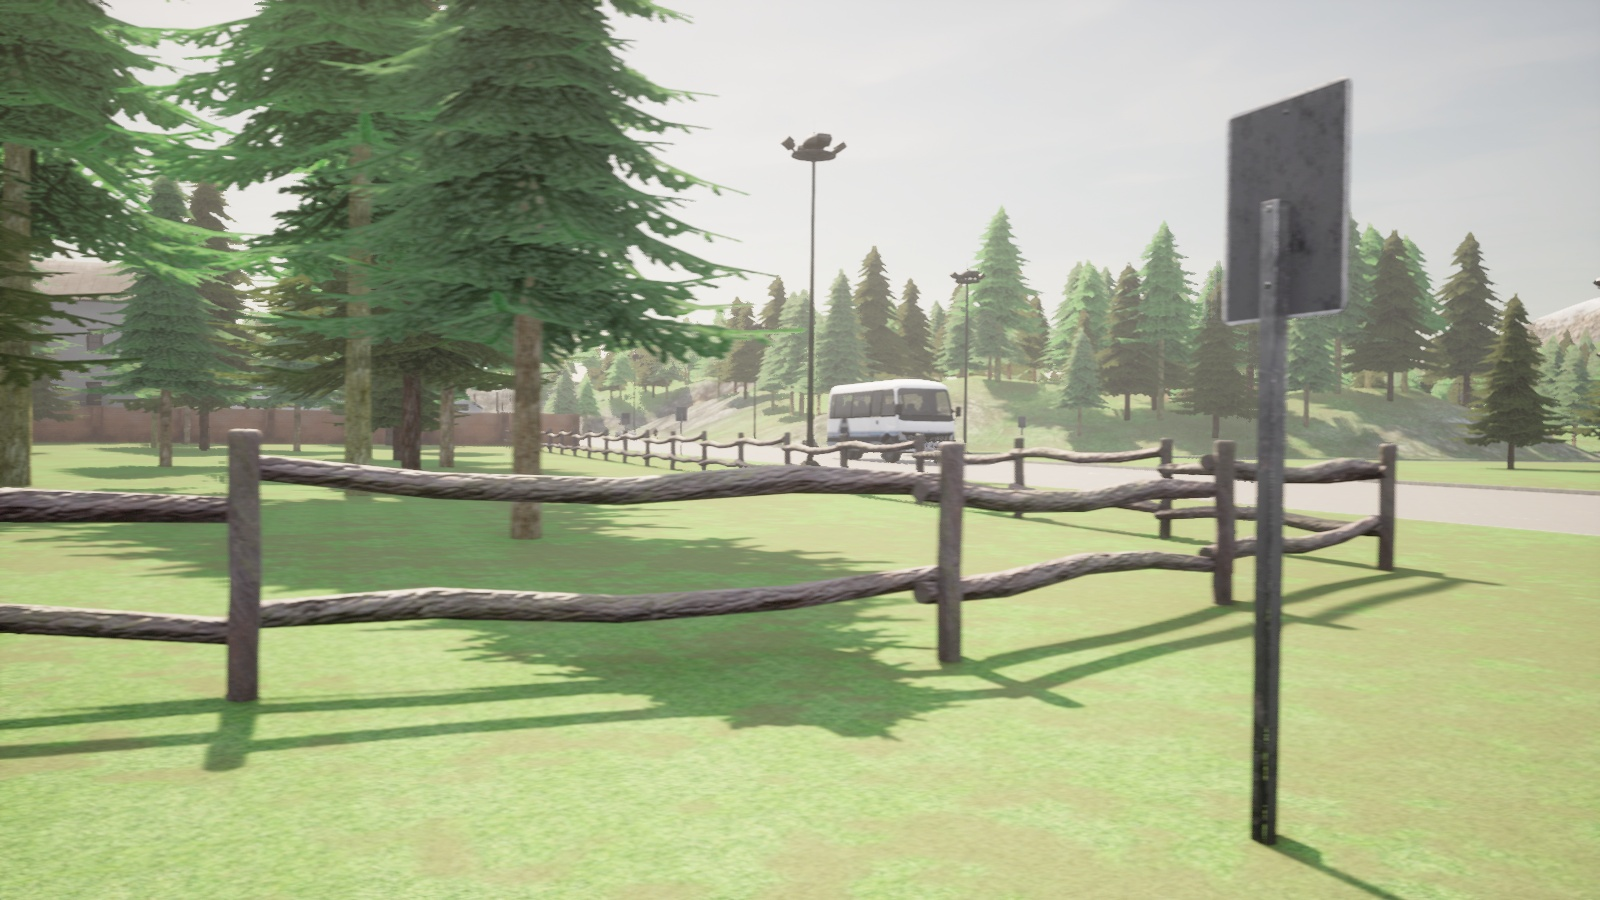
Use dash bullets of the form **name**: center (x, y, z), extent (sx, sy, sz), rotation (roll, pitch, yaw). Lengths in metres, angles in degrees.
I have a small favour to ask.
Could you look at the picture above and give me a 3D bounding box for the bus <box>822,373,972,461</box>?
- **bus**: center (4.886, -1.620, 66.397), extent (3.944, 4.253, 10.273), rotation (-1, 0, -20)
